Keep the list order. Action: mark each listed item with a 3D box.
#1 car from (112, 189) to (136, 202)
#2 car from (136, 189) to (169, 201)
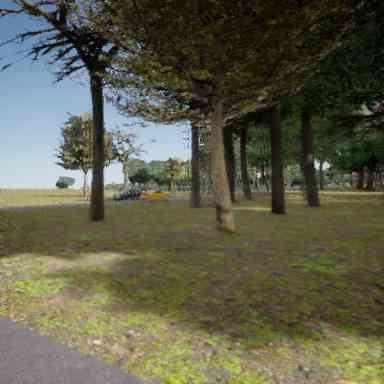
[{"bbox_3d":[-10.514,0.548,54.306,2.150,2.045,5.566,-3,2,34],"label":"car"},{"bbox_3d":[-5.470,0.476,49.283,1.882,1.535,5.008,-3,0,34],"label":"car"}]
